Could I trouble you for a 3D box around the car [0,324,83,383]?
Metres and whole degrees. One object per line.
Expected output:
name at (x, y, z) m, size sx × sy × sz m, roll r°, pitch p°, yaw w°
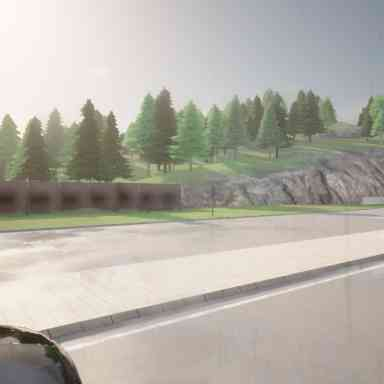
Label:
car at (-3.035, 1.492, 1.594) m, size 4.902 × 1.511 × 2.128 m, roll 0°, pitch 0°, yaw -35°
